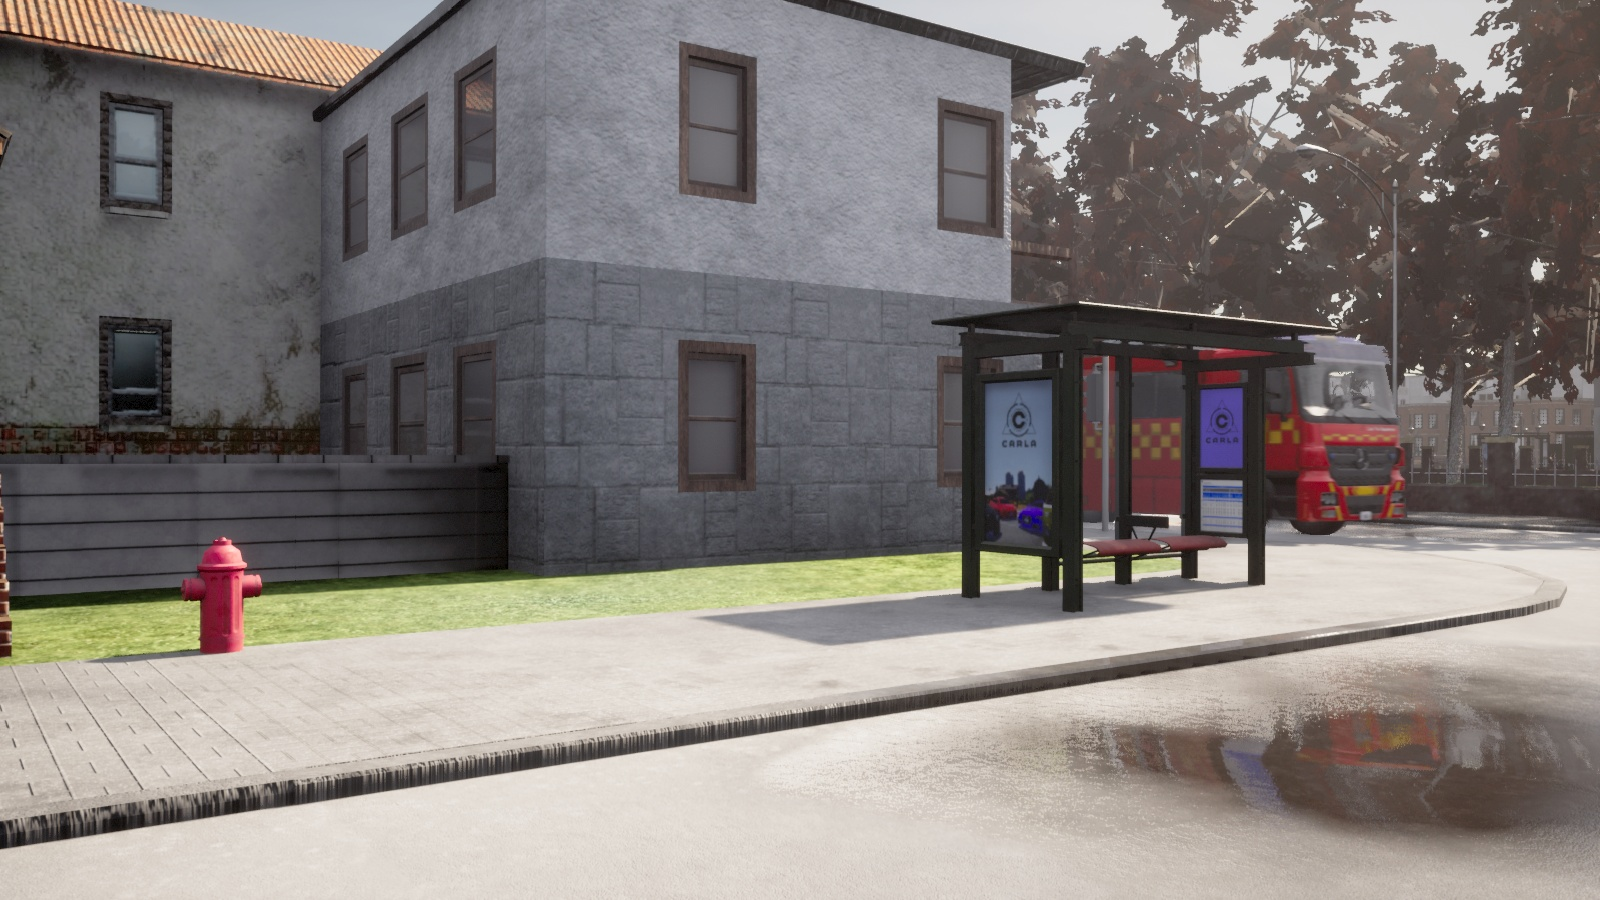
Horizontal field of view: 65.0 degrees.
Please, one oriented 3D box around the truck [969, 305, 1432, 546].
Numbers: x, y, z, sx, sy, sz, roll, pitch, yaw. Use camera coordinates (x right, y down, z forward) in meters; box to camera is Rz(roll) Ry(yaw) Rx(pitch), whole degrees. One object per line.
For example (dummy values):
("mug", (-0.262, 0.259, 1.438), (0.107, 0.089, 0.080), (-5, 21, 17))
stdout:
("truck", (7.250, -0.376, 24.254), (2.891, 3.827, 8.468), (0, 0, -35))
